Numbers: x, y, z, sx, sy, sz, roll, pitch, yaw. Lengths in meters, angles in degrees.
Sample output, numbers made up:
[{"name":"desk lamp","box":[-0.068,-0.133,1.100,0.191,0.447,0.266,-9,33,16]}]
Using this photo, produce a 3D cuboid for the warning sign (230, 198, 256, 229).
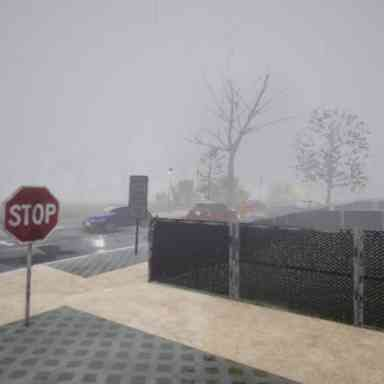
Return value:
[{"name":"warning sign","box":[3.343,1.377,21.778,1.300,1.860,1.060,5,3,33]}]

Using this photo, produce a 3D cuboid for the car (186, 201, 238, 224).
[{"name":"car","box":[1.558,1.462,23.511,2.097,1.767,4.553,4,2,33]}]

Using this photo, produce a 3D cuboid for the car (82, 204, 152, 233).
[{"name":"car","box":[-4.314,1.442,19.850,1.812,1.442,4.674,4,2,33]}]

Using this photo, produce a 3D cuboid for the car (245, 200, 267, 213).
[{"name":"car","box":[6.515,1.551,36.561,1.895,1.301,4.718,4,2,33]}]

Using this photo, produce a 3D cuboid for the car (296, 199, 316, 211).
[{"name":"car","box":[15.445,1.683,44.990,1.812,1.442,4.674,4,2,33]}]
